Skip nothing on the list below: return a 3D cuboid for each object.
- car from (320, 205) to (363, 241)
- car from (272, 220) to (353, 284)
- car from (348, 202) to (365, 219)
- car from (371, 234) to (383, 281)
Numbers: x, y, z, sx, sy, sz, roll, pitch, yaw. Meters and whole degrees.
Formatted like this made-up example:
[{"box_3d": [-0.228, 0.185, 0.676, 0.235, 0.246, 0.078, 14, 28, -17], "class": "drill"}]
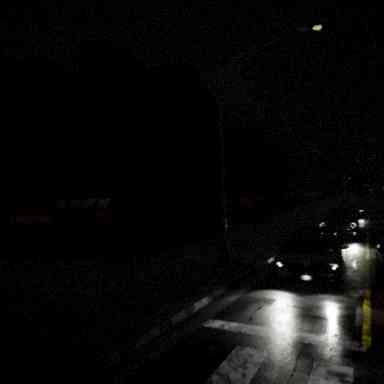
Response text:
[{"box_3d": [8.981, 1.893, 20.183, 2.097, 1.767, 4.553, -3, -2, 28], "class": "car"}, {"box_3d": [4.064, 1.879, 10.978, 2.033, 1.411, 5.357, -3, -2, 25], "class": "car"}, {"box_3d": [18.890, 2.127, 38.718, 2.097, 1.767, 4.553, -3, -1, 28], "class": "car"}, {"box_3d": [6.662, 1.769, 10.083, 1.837, 1.490, 4.892, -3, -3, 30], "class": "car"}]
